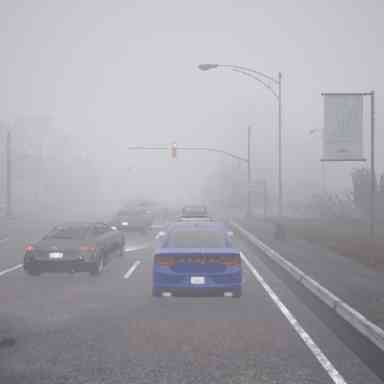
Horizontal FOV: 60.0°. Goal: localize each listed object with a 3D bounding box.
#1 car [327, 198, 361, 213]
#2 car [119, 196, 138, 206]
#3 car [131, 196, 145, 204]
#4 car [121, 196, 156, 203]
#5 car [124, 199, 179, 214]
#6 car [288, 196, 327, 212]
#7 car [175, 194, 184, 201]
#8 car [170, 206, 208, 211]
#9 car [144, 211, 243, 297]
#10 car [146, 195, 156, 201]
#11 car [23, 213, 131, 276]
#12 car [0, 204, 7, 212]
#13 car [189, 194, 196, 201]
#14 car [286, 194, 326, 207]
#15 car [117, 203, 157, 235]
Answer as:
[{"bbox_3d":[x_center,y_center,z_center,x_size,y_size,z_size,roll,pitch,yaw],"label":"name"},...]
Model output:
[{"bbox_3d":[16.683,1.564,34.447,4.181,1.385,1.994,0,0,3],"label":"car"},{"bbox_3d":[-10.503,1.491,55.436,2.128,1.511,4.902,0,0,0],"label":"car"},{"bbox_3d":[-10.429,1.564,64.788,1.994,1.385,4.181,0,0,2],"label":"car"},{"bbox_3d":[-6.698,1.563,41.774,1.994,1.385,4.181,0,0,42],"label":"car"},{"bbox_3d":[-3.791,1.601,32.132,4.718,1.301,1.895,0,0,3],"label":"car"},{"bbox_3d":[14.071,1.478,38.306,5.008,1.535,1.882,0,0,3],"label":"car"},{"bbox_3d":[-3.372,1.349,85.969,2.097,1.767,4.553,0,0,0],"label":"car"},{"bbox_3d":[0.127,1.491,18.110,2.128,1.511,4.902,0,0,0],"label":"car"},{"bbox_3d":[0.112,1.478,8.611,1.882,1.535,5.008,0,0,0],"label":"car"},{"bbox_3d":[-10.374,1.549,84.418,1.994,1.385,4.181,0,0,0],"label":"car"},{"bbox_3d":[-3.395,1.564,10.385,1.994,1.385,4.181,0,0,1],"label":"car"},{"bbox_3d":[-22.914,1.526,36.745,4.674,1.442,1.812,0,0,3],"label":"car"},{"bbox_3d":[0.127,1.533,85.577,2.033,1.411,5.357,0,0,0],"label":"car"},{"bbox_3d":[14.784,1.221,41.791,5.566,2.045,2.150,0,0,2],"label":"car"},{"bbox_3d":[-3.373,1.564,18.768,1.994,1.385,4.181,0,0,0],"label":"car"}]
